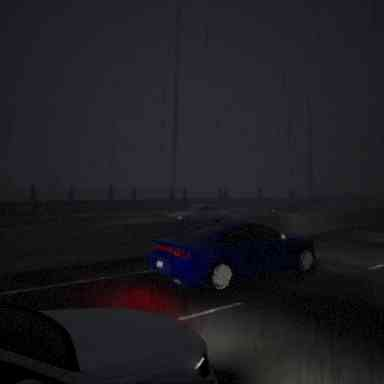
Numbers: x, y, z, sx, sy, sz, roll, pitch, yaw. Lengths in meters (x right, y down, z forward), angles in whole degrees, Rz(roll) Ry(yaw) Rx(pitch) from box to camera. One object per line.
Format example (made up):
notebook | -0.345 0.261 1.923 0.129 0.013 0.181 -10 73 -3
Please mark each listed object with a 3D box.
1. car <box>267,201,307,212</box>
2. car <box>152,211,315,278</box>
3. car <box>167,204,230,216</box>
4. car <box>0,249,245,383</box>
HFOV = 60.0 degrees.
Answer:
car | 9.172 1.565 32.017 4.181 1.385 1.994 0 0 -35
car | 1.283 1.478 8.960 5.008 1.535 1.882 0 0 -35
car | 0.473 1.526 21.522 4.674 1.442 1.812 0 0 -35
car | -1.942 1.526 2.362 4.674 1.442 1.812 0 0 -35
